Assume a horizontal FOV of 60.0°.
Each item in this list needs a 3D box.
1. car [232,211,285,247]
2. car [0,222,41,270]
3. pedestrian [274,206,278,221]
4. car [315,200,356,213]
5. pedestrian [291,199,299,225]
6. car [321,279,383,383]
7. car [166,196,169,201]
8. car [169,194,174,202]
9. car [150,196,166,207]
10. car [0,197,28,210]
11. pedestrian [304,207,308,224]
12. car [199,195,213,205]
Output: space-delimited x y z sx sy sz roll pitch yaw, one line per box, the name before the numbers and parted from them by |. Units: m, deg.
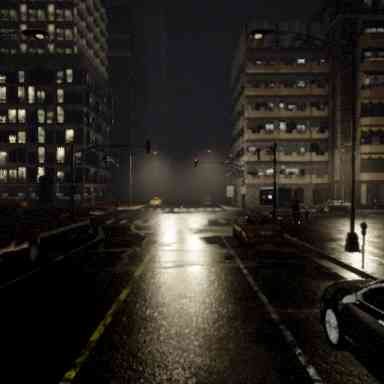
car | 2.815 1.524 14.920 1.752 1.417 4.829 -1 0 0
car | -5.827 1.544 9.168 1.887 1.381 4.507 -1 0 0
pedestrian | 6.148 1.530 24.276 0.500 1.100 0.500 -1 1 0
car | 16.334 1.629 37.876 4.403 1.369 2.008 0 0 1
pedestrian | 7.147 1.307 23.072 0.375 1.860 0.375 -1 1 0
car | 2.809 1.550 3.461 2.008 1.369 4.403 -1 0 0
car | -5.672 1.566 58.364 1.947 1.339 4.313 -1 0 0
car | -5.664 1.546 75.327 1.887 1.381 4.507 -1 0 0
car | -5.676 1.525 52.539 1.752 1.417 4.829 -1 0 0
car | -21.641 1.284 38.393 4.829 1.417 1.752 0 0 1
pedestrian | 8.147 1.336 23.672 0.375 1.860 0.375 -1 1 0
car | 2.708 1.550 58.360 2.008 1.369 4.403 -1 0 0
